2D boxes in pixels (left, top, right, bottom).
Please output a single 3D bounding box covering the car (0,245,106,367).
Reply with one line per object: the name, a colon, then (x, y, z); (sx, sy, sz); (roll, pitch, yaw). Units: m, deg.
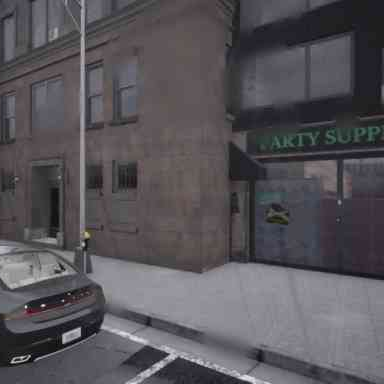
car: (-3.273, 1.551, 5.413); (4.403, 1.369, 2.008); (0, 0, 36)
